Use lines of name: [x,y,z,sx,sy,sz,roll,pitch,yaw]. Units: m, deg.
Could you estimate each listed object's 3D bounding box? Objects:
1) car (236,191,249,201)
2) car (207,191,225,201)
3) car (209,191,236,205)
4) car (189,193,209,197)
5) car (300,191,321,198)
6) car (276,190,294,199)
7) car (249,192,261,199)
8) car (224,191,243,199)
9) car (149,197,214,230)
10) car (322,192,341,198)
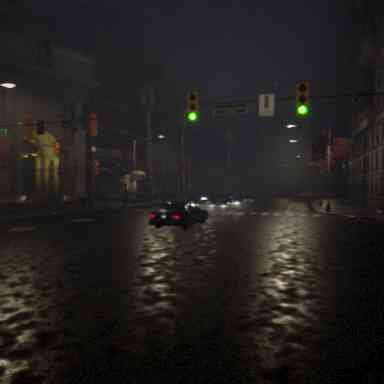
car: [7.393,0.704,53.961,2.128,1.511,4.902,1,1,19]
car: [4.023,0.648,54.929,1.882,1.535,5.008,1,1,19]
car: [4.084,0.865,44.101,1.812,1.442,4.674,1,1,19]
car: [0.851,0.840,45.470,2.033,1.411,5.357,1,1,19]
car: [26.517,0.515,75.087,5.008,1.535,1.882,0,1,-34]
car: [19.051,0.442,68.044,2.097,1.767,4.553,1,1,41]
car: [11.628,0.645,63.522,2.033,1.411,5.357,1,1,28]
car: [8.066,0.561,64.338,1.837,1.490,4.892,1,1,28]
car: [-0.593,1.244,18.800,2.033,1.411,5.357,1,1,19]
car: [30.746,0.631,73.758,5.357,1.411,2.033,0,1,-30]
